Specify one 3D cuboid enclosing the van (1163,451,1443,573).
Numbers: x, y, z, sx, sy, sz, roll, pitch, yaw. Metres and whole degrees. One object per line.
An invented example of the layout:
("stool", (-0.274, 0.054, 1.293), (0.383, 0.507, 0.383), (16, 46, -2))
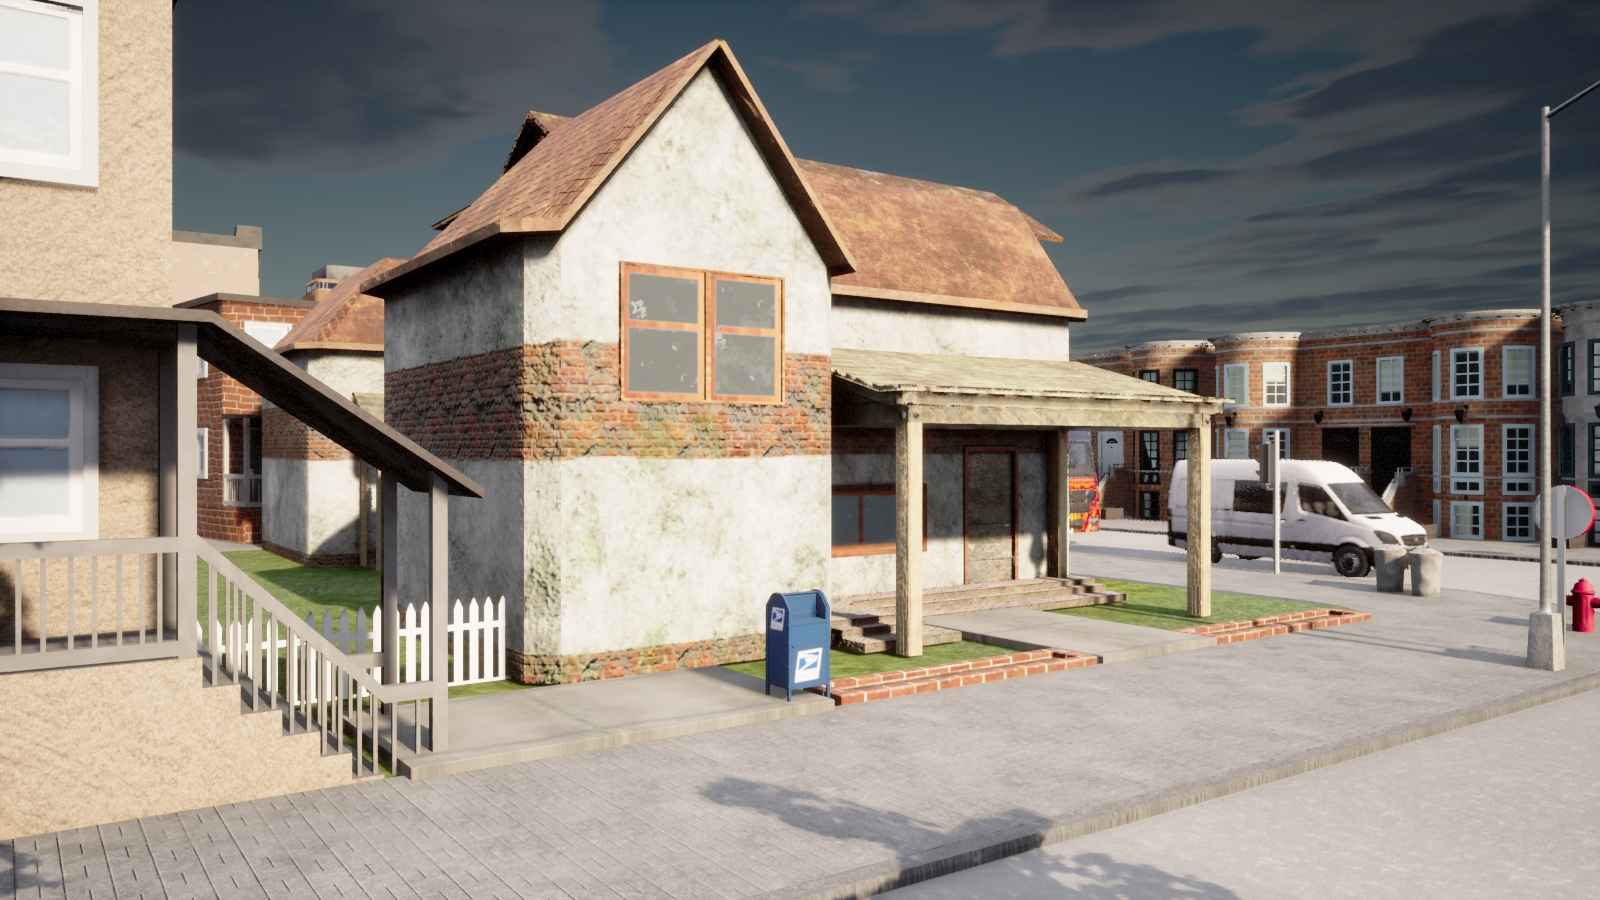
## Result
("van", (11.697, 1.304, 27.087), (1.988, 2.561, 5.915), (0, 0, -35))
